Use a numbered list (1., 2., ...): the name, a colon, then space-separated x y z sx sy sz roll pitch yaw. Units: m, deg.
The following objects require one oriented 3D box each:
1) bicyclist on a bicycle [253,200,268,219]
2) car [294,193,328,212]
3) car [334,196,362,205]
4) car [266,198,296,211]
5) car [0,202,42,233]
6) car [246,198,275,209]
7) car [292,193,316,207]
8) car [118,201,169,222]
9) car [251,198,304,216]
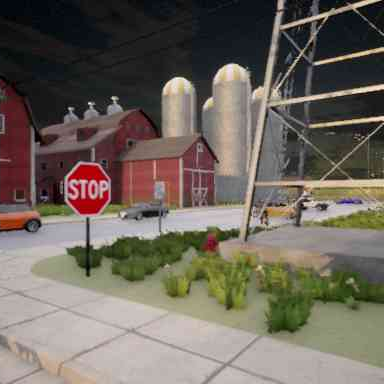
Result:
1. bicyclist on a bicycle: 4.028 1.313 19.501 0.582 1.620 1.656 0 0 -21
2. car: 14.139 1.331 39.754 3.866 1.878 1.905 0 0 35
3. car: 27.958 1.498 59.627 4.611 1.667 2.242 0 0 35
4. car: 11.630 1.515 43.220 2.128 1.511 4.902 0 0 35
5. car: -10.563 1.381 17.718 2.097 1.767 4.553 0 0 39
6. car: 9.779 1.577 46.850 2.033 1.411 5.357 0 0 35
7. car: 17.465 1.246 51.797 2.150 2.045 5.566 0 0 34
8. car: -3.852 1.518 27.120 2.128 1.511 4.902 0 0 35
9. car: 6.908 1.522 28.360 4.193 1.474 1.816 0 0 35
